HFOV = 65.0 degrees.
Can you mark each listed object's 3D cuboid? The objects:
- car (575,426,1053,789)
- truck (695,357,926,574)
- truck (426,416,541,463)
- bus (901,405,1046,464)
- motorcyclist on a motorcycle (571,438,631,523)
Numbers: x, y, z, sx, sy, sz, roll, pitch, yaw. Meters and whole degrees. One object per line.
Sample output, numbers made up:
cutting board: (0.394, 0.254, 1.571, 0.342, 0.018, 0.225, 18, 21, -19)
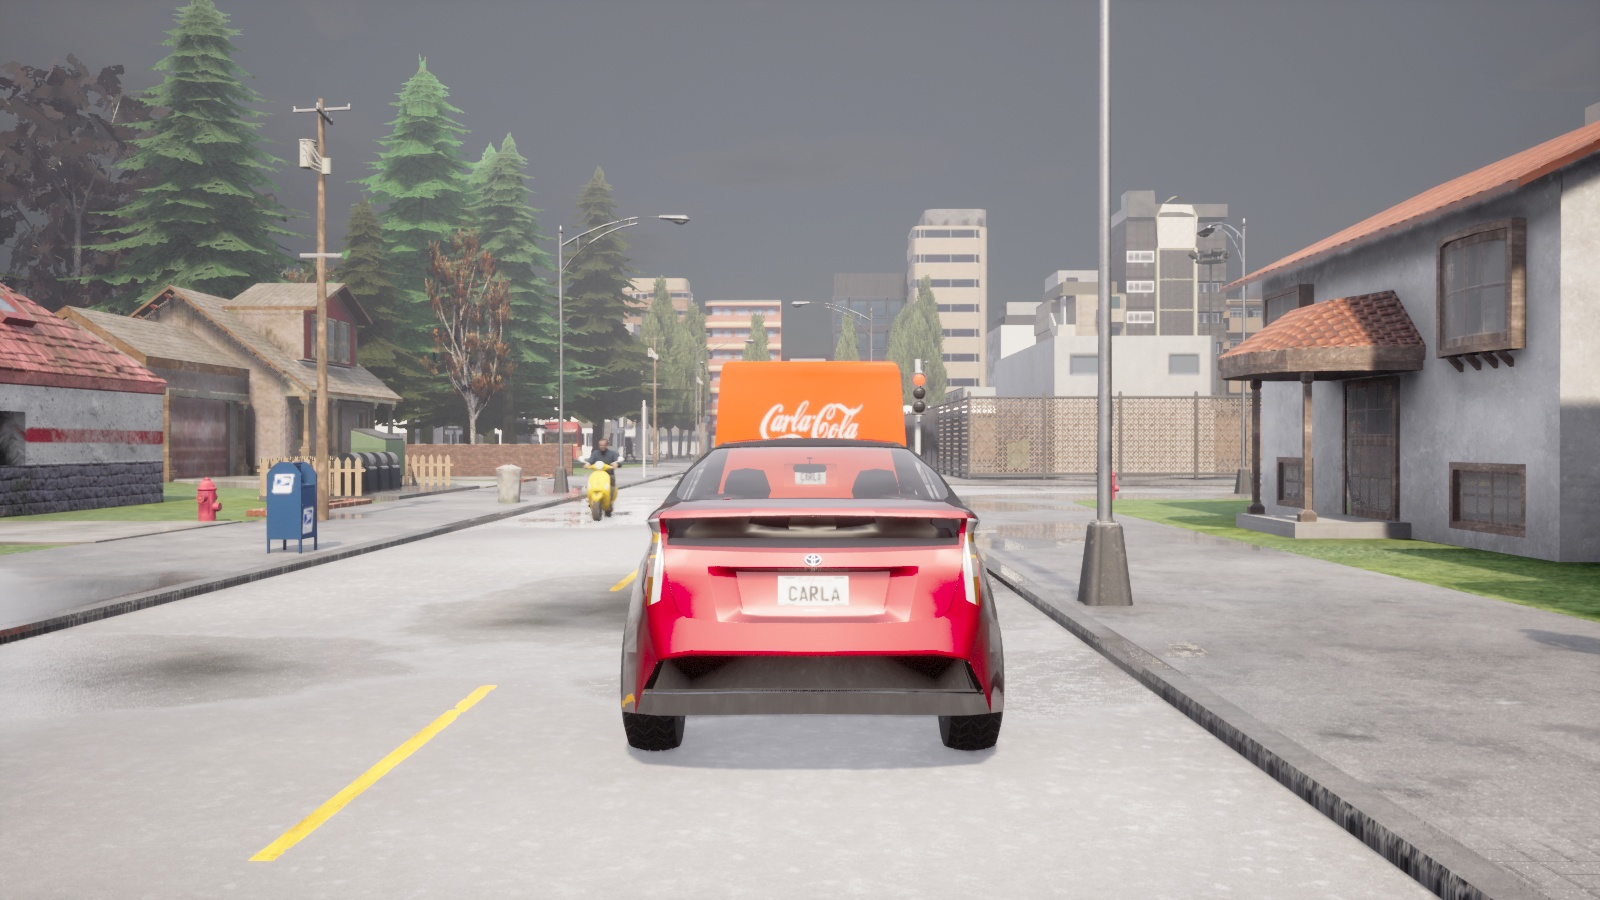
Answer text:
car: (0.061, 0.651, 7.533, 2.007, 1.525, 4.514, 0, 0, 0)
truck: (0.118, 0.164, 16.898, 2.627, 2.467, 5.204, 0, 0, 0)
truck: (-23.756, -0.788, 94.488, 7.936, 3.462, 2.891, 0, 0, 2)
bus: (12.952, -1.153, 94.426, 10.273, 4.253, 3.944, 1, 0, 0)
motorcyclist on a motorcycle: (-3.837, 0.559, 24.378, 0.866, 1.590, 1.817, 0, 0, 1)
